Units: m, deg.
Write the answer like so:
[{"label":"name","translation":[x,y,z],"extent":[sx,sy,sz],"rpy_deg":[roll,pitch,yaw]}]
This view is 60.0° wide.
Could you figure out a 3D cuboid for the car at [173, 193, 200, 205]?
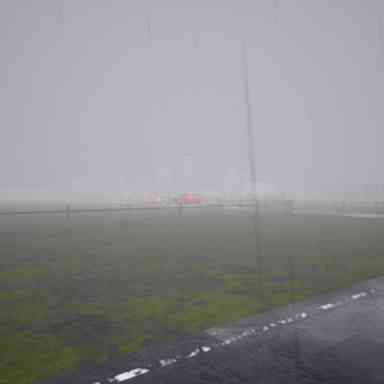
[{"label":"car","translation":[-0.934,1.178,56.843],"extent":[2.150,2.045,5.566],"rpy_deg":[1,-1,-40]}]

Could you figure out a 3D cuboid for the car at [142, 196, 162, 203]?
[{"label":"car","translation":[-7.848,1.425,64.929],"extent":[1.882,1.535,5.008],"rpy_deg":[1,-1,-41]}]
